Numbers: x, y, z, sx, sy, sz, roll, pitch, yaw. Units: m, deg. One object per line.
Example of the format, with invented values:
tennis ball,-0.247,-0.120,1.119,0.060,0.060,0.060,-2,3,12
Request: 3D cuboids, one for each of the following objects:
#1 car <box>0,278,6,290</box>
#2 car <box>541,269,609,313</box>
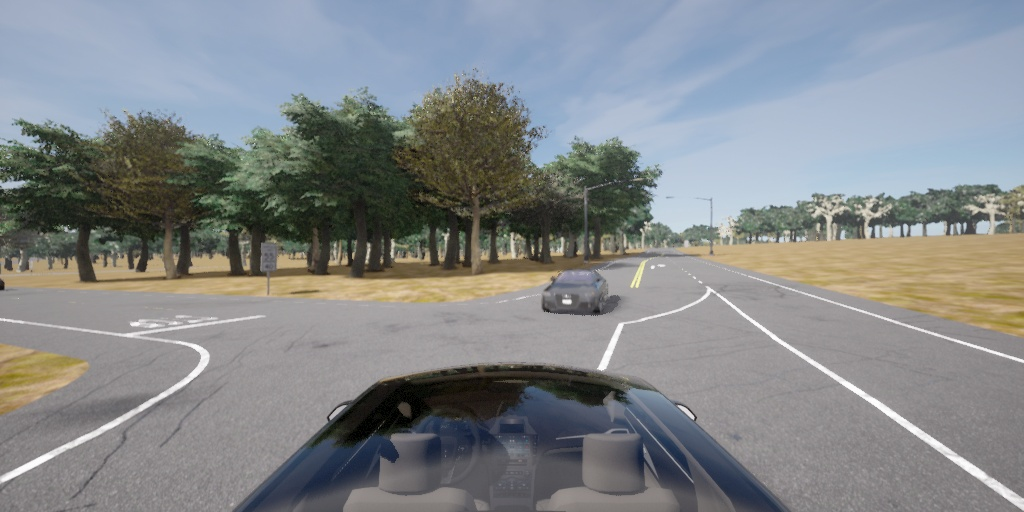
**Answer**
car,-40.930,1.971,27.368,4.181,1.385,1.994,-1,-1,22
car,2.486,1.199,13.509,1.994,1.385,4.181,-1,2,21
